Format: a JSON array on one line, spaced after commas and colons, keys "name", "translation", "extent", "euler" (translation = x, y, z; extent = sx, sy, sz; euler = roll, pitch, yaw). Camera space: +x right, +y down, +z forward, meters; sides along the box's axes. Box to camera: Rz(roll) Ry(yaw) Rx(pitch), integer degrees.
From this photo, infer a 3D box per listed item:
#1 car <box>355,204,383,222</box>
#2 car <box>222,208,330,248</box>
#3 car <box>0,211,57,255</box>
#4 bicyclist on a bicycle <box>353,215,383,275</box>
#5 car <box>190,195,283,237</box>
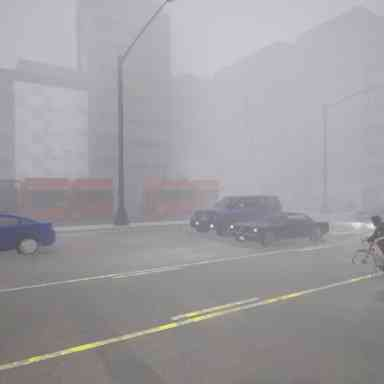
[{"name": "car", "translation": [14.463, 1.596, 25.651], "extent": [4.181, 1.385, 1.994], "euler": [0, 0, -33]}, {"name": "car", "translation": [3.900, 1.582, 14.780], "extent": [4.718, 1.301, 1.895], "euler": [0, 0, -33]}, {"name": "car", "translation": [-7.450, 1.447, 11.653], "extent": [5.008, 1.535, 1.882], "euler": [0, 0, -33]}, {"name": "bicyclist on a bicycle", "translation": [4.940, 1.444, 8.629], "extent": [0.582, 1.620, 1.656], "euler": [0, 0, -33]}, {"name": "car", "translation": [2.585, 1.196, 18.104], "extent": [5.566, 2.045, 2.150], "euler": [0, 0, -33]}]
